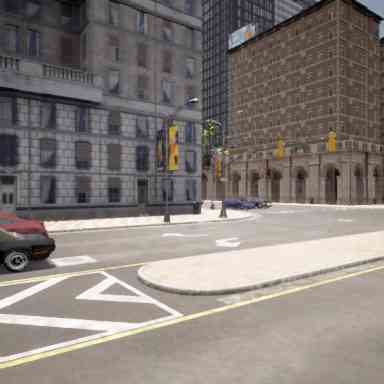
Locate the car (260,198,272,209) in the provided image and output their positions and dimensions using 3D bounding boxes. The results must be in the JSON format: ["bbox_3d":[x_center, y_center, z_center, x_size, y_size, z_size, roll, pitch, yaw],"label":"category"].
[{"bbox_3d":[8.585,1.489,44.995,2.128,1.511,4.902,0,0,-35],"label":"car"}]

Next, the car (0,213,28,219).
[{"bbox_3d":[-7.925,1.526,12.472,4.674,1.442,1.812,0,0,-35],"label":"car"}]

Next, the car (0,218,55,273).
[{"bbox_3d":[-6.480,1.601,9.221,4.718,1.301,1.895,0,0,-35],"label":"car"}]

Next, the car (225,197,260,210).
[{"bbox_3d":[5.976,1.524,42.618,1.812,1.442,4.674,0,0,-35],"label":"car"}]
